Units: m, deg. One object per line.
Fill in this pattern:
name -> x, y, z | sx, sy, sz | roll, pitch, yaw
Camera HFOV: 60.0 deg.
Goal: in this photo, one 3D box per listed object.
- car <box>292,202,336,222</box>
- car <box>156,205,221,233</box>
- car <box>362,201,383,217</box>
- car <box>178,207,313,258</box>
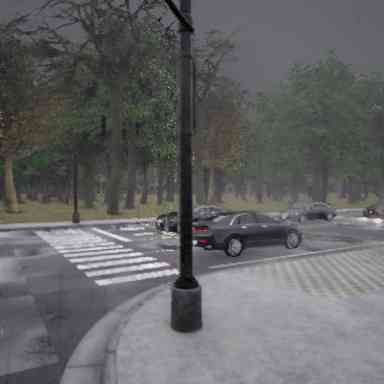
car -> 8.425, 1.478, 24.242 | 4.902, 1.511, 2.128 | 0, 0, -32
car -> 0.263, 1.492, 19.204 | 4.902, 1.511, 2.128 | 0, 0, -33
car -> 16.994, 1.536, 29.481 | 4.181, 1.385, 1.994 | 0, 0, -31
car -> 2.139, 1.476, 12.745 | 4.892, 1.490, 1.837 | 0, -2, -32
